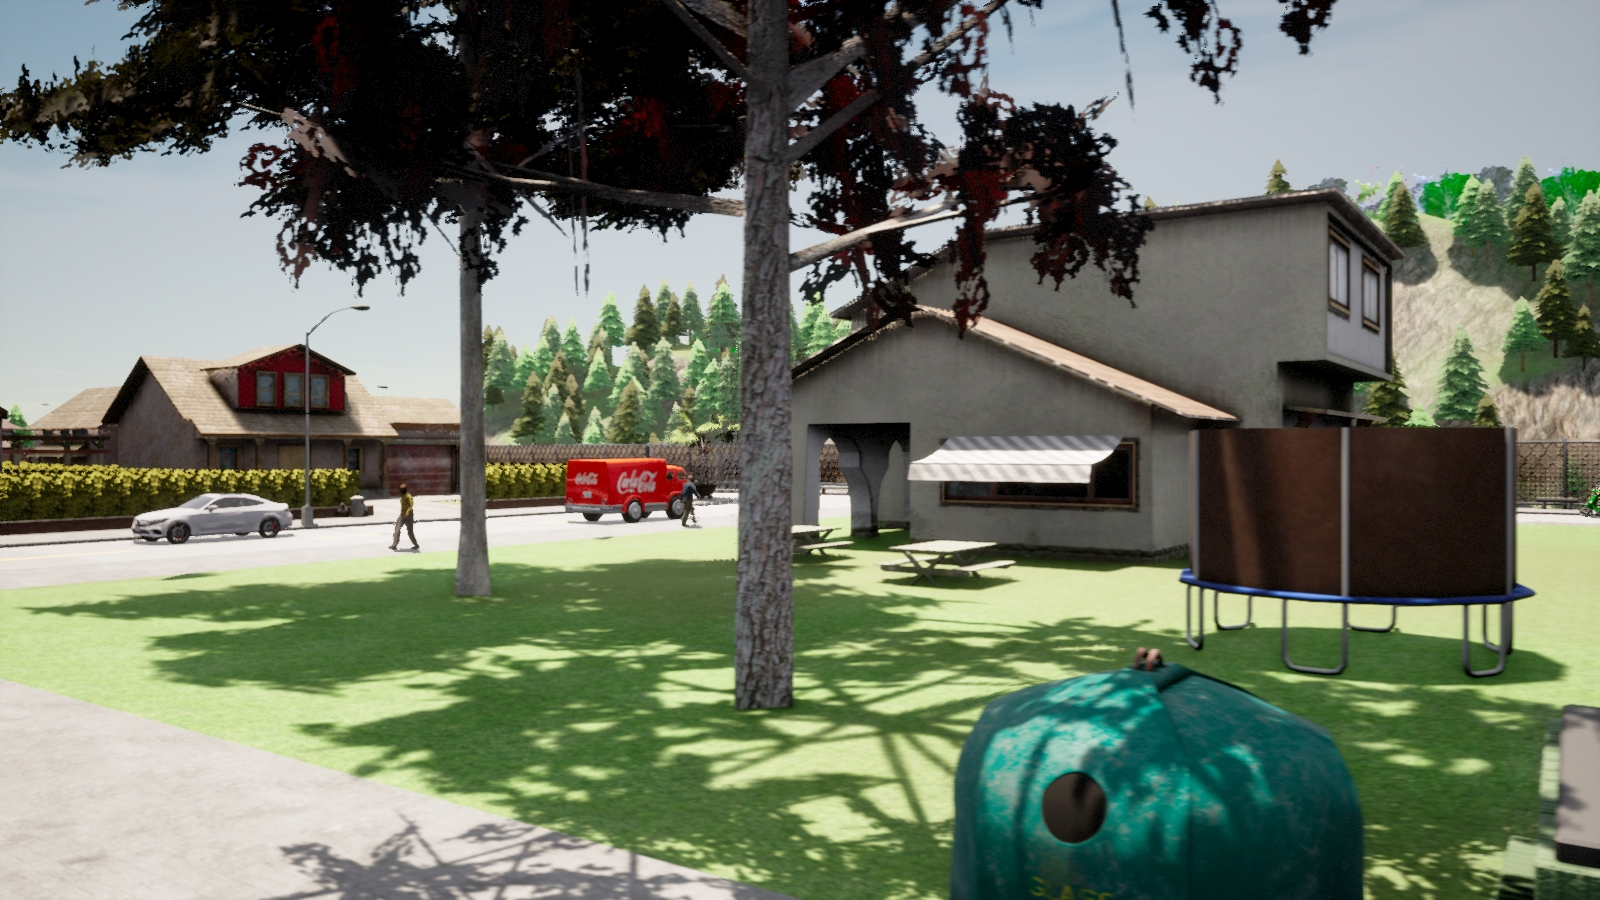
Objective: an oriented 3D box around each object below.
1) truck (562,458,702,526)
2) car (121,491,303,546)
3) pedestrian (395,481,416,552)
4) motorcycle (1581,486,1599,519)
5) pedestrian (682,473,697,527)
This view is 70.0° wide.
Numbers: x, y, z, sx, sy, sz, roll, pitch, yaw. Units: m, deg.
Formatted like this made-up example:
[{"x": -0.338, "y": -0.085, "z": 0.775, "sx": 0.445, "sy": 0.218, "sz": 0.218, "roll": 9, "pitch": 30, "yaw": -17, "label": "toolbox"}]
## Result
[{"x": -6.583, "y": 1.574, "z": 45.247, "sx": 2.627, "sy": 2.467, "sz": 5.204, "roll": 0, "pitch": 0, "yaw": 35, "label": "truck"}, {"x": -18.300, "y": 2.087, "z": 35.767, "sx": 2.002, "sy": 1.442, "sz": 4.674, "roll": 0, "pitch": 0, "yaw": 35, "label": "car"}, {"x": -10.448, "y": 1.747, "z": 30.266, "sx": 0.375, "sy": 1.860, "sz": 0.375, "roll": 0, "pitch": 0, "yaw": 35, "label": "pedestrian"}, {"x": 32.980, "y": 2.142, "z": 46.638, "sx": 1.805, "sy": 1.316, "sz": 0.856, "roll": 0, "pitch": 0, "yaw": 35, "label": "motorcycle"}, {"x": -3.843, "y": 1.748, "z": 39.806, "sx": 0.375, "sy": 1.860, "sz": 0.375, "roll": 0, "pitch": 0, "yaw": -45, "label": "pedestrian"}]
